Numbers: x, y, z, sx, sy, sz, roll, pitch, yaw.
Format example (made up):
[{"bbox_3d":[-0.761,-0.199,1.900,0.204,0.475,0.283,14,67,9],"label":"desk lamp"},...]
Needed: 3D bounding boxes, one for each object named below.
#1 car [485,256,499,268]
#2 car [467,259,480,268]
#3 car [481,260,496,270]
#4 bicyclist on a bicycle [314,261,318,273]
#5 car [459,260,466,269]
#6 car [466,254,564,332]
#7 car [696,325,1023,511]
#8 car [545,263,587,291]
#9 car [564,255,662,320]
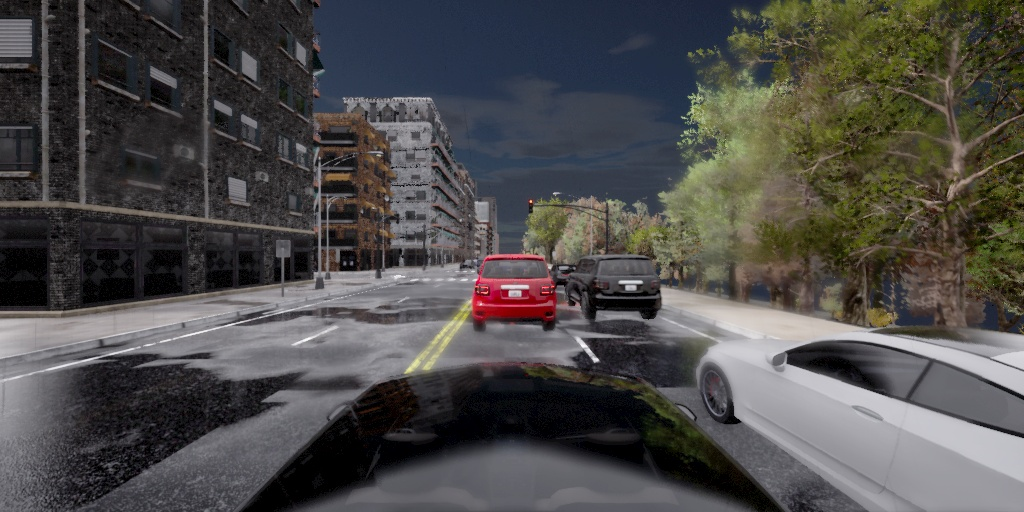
[{"bbox_3d":[-3.562,0.997,64.520,2.150,2.045,5.566,0,0,0],"label":"car"},{"bbox_3d":[-6.813,1.304,64.089,1.812,1.442,4.674,0,0,0],"label":"car"},{"bbox_3d":[-3.559,1.334,55.134,1.994,1.385,4.181,0,0,0],"label":"car"},{"bbox_3d":[-25.056,1.342,45.388,0.582,1.620,1.656,-1,0,-1],"label":"bicyclist on a bicycle"},{"bbox_3d":[-6.778,1.275,54.722,1.837,1.490,4.892,0,0,2],"label":"car"},{"bbox_3d":[0.062,0.972,11.057,2.150,2.045,5.566,0,0,0],"label":"car"},{"bbox_3d":[3.344,1.276,2.781,1.812,1.442,4.674,0,0,0],"label":"car"},{"bbox_3d":[3.278,1.259,22.808,1.837,1.490,4.892,0,0,-2],"label":"car"},{"bbox_3d":[3.306,0.974,12.688,2.150,2.045,5.566,0,0,0],"label":"car"}]
